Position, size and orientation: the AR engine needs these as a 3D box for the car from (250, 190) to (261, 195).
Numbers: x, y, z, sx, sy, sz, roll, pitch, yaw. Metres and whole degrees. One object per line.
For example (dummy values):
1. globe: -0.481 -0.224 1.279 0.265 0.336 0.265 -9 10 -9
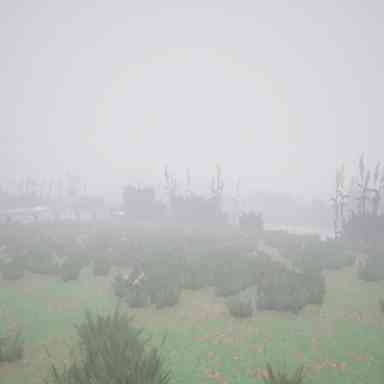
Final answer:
1. car: 10.286 0.765 47.464 2.150 2.045 5.566 0 -2 44

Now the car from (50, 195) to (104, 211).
1. car: -10.407 1.107 30.325 1.837 1.490 4.892 0 3 41
